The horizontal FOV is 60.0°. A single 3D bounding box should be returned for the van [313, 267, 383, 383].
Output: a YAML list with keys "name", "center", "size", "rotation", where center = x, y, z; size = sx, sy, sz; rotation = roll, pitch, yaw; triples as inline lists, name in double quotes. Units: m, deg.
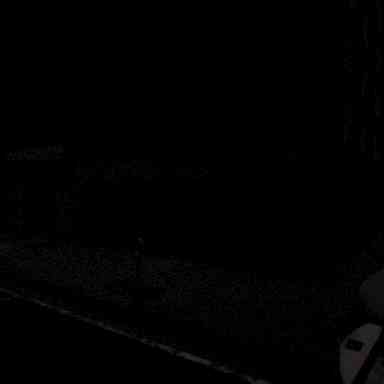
- name: "van"
  center: [2.464, 1.348, 1.192]
  size: [3.998, 1.788, 1.690]
  rotation: [0, 1, 35]
